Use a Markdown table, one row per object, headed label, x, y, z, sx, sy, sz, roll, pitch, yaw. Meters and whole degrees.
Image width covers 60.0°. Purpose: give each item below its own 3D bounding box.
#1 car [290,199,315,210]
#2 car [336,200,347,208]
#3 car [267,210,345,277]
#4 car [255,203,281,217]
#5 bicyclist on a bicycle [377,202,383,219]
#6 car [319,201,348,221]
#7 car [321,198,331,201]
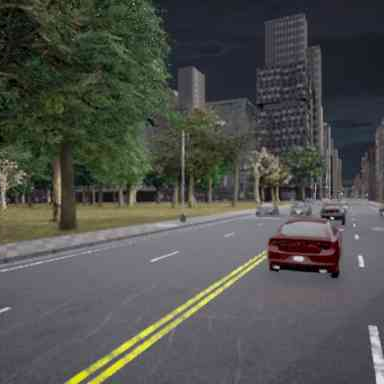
| label | x | y | z | sx | sy | sz | roll | pitch | yaw |
| --- | --- | --- | --- | --- | --- | --- | --- | --- | --- |
| car | 11.737 | 1.851 | 35.713 | 2.128 | 1.511 | 4.902 | 0 | -1 | 25 |
| car | 27.020 | 2.151 | 60.060 | 1.812 | 1.442 | 4.674 | 0 | -1 | 25 |
| car | 3.783 | 1.577 | 10.761 | 1.882 | 1.535 | 5.008 | 0 | -1 | 25 |
| car | 8.177 | 1.893 | 35.782 | 1.812 | 1.442 | 4.674 | 0 | -1 | 25 |
| bicyclist on a bicycle | 18.200 | 1.739 | 31.852 | 0.866 | 1.612 | 1.509 | 0 | -1 | 25 |
| car | 11.623 | 1.768 | 27.381 | 1.837 | 1.490 | 4.892 | 0 | -1 | 25 |
| car | 29.454 | 1.993 | 73.050 | 1.882 | 1.535 | 5.008 | 0 | -1 | 25 |
